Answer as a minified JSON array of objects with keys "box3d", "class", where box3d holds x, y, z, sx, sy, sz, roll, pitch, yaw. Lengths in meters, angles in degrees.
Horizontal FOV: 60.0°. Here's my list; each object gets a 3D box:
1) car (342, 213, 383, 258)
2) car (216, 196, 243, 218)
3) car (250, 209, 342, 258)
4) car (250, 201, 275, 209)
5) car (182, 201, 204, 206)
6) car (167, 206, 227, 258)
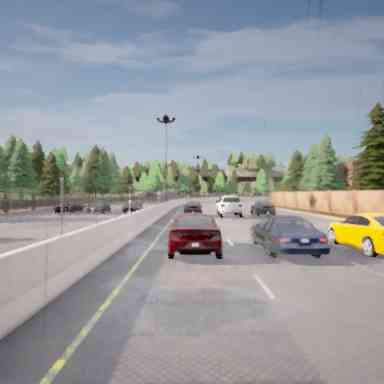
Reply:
[{"box3d":[7.106,1.551,13.089,1.882,1.535,5.008,0,0,0],"class":"car"},{"box3d":[3.615,1.403,32.742,2.150,2.045,5.566,0,0,0],"class":"car"},{"box3d":[3.606,1.621,13.136,2.033,1.411,5.357,0,0,0],"class":"car"},{"box3d":[7.115,1.691,33.563,1.837,1.490,4.892,0,0,0],"class":"car"},{"box3d":[0.115,1.691,33.666,1.837,1.490,4.892,0,0,0],"class":"car"},{"box3d":[0.106,1.550,13.095,1.882,1.535,5.008,0,0,0],"class":"car"}]
